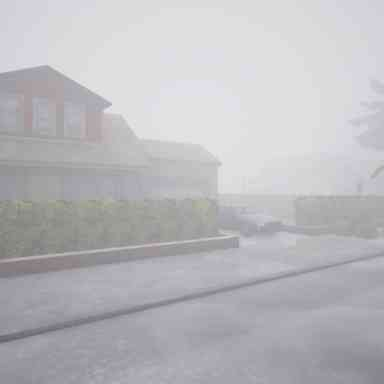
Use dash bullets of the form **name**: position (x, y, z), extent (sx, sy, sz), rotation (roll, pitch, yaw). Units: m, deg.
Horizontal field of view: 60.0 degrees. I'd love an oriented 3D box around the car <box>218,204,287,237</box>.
- **car**: position (2.261, 1.356, 17.010), extent (2.033, 1.415, 5.357), rotation (0, 0, -33)
